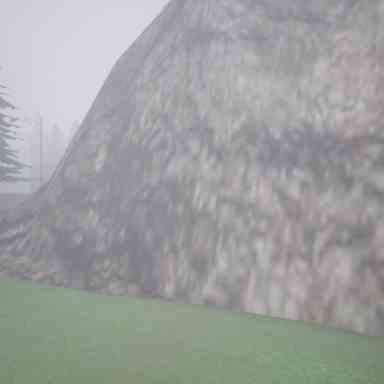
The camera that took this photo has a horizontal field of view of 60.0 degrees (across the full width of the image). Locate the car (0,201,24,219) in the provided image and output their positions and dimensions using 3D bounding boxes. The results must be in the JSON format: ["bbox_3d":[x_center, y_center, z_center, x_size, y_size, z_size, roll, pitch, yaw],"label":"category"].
[{"bbox_3d":[-16.090,1.492,26.666,2.128,1.511,4.902,0,0,29],"label":"car"}]
